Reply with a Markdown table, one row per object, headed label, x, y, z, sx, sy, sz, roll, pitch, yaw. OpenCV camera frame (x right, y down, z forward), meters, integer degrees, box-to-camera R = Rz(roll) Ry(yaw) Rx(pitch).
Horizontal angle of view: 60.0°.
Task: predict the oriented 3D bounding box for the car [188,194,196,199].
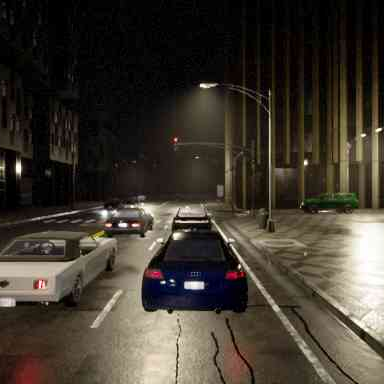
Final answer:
| label | x | y | z | sx | sy | sz | roll | pitch | yaw |
| --- | --- | --- | --- | --- | --- | --- | --- | --- | --- |
| car | -0.030 | 1.192 | 85.485 | 1.895 | 1.301 | 4.718 | 0 | 0 | 0 |

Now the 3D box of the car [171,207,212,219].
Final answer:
| label | x | y | z | sx | sy | sz | roll | pitch | yaw |
| --- | --- | --- | --- | --- | --- | --- | --- | --- | --- |
| car | -0.007 | 1.477 | 16.556 | 2.128 | 1.511 | 4.902 | 0 | 0 | 0 |

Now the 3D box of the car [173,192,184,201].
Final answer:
| label | x | y | z | sx | sy | sz | roll | pitch | yaw |
| --- | --- | --- | --- | --- | --- | --- | --- | --- | --- |
| car | -3.276 | 1.296 | 75.032 | 1.837 | 1.490 | 4.892 | 0 | 0 | 0 |

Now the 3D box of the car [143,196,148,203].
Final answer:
| label | x | y | z | sx | sy | sz | roll | pitch | yaw |
| --- | --- | --- | --- | --- | --- | --- | --- | --- | --- |
| car | -9.812 | 1.390 | 64.998 | 2.033 | 1.411 | 5.357 | 0 | 0 | 0 |

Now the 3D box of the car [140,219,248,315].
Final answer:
| label | x | y | z | sx | sy | sz | roll | pitch | yaw |
| --- | --- | --- | --- | --- | --- | --- | --- | --- | --- |
| car | 0.083 | 1.560 | 7.682 | 1.994 | 1.385 | 4.181 | 0 | 0 | 1 |

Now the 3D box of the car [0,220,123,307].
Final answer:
| label | x | y | z | sx | sy | sz | roll | pitch | yaw |
| --- | --- | --- | --- | --- | --- | --- | --- | --- | --- |
| car | -3.150 | 1.597 | 7.902 | 1.895 | 1.301 | 4.718 | 0 | 0 | 0 |

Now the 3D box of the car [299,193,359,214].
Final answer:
| label | x | y | z | sx | sy | sz | roll | pitch | yaw |
| --- | --- | --- | --- | --- | --- | --- | --- | --- | --- |
| car | 13.556 | 1.110 | 33.029 | 5.566 | 2.045 | 2.150 | 0 | 0 | 2 |

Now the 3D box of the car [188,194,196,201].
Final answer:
| label | x | y | z | sx | sy | sz | roll | pitch | yaw |
| --- | --- | --- | --- | --- | --- | --- | --- | --- | --- |
| car | -0.026 | 1.336 | 75.033 | 2.033 | 1.411 | 5.357 | 0 | 0 | 0 |

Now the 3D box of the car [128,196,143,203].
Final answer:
| label | x | y | z | sx | sy | sz | roll | pitch | yaw |
| --- | --- | --- | --- | --- | --- | --- | --- | --- | --- |
| car | -9.859 | 1.432 | 54.166 | 2.033 | 1.411 | 5.357 | 0 | 0 | 0 |

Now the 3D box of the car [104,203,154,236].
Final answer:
| label | x | y | z | sx | sy | sz | roll | pitch | yaw |
| --- | --- | --- | --- | --- | --- | --- | --- | --- | --- |
| car | -3.158 | 1.531 | 17.493 | 2.033 | 1.411 | 5.357 | 0 | 0 | 0 |

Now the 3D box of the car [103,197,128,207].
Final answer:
| label | x | y | z | sx | sy | sz | roll | pitch | yaw |
| --- | --- | --- | --- | --- | --- | --- | --- | --- | --- |
| car | -9.864 | 1.527 | 42.308 | 1.895 | 1.301 | 4.718 | 0 | 0 | 0 |
